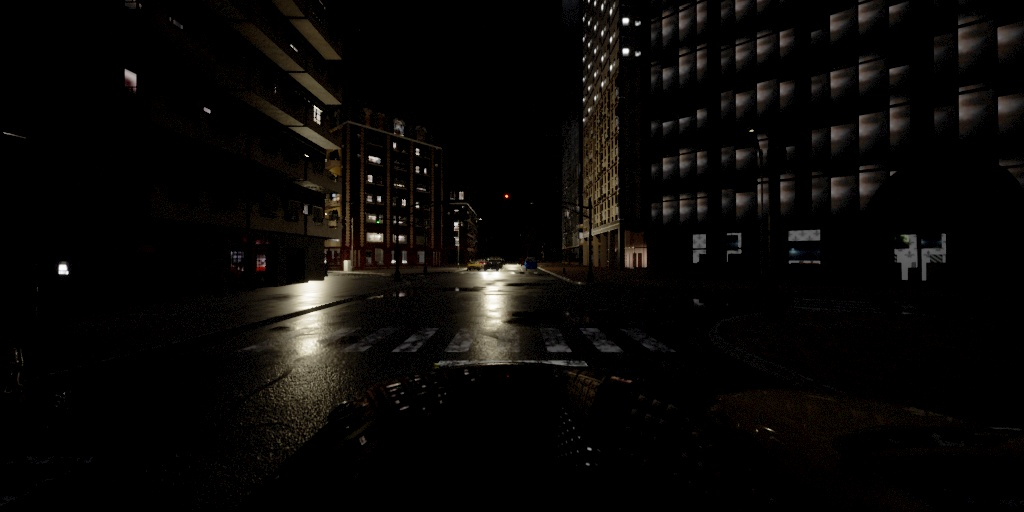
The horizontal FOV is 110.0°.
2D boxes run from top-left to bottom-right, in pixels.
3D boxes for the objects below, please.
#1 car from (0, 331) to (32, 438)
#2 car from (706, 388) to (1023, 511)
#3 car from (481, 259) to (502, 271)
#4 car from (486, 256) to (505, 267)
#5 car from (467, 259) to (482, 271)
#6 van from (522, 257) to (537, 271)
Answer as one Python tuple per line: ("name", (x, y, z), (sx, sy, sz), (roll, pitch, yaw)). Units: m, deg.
("car", (-5.318, 1.064, 1.088), (2.192, 1.841, 5.009), (0, 0, 0))
("car", (2.563, 1.275, 1.254), (1.751, 1.417, 4.829), (0, 0, 0))
("car", (-2.789, 1.395, 49.240), (1.895, 1.301, 4.718), (0, 0, 0))
("car", (-2.765, 1.037, 59.164), (2.150, 2.045, 5.566), (0, 0, 0))
("car", (-5.255, 1.321, 49.917), (1.751, 1.417, 4.829), (0, 0, 0))
("van", (2.625, 1.136, 50.077), (1.690, 1.789, 3.998), (0, 0, 0))
